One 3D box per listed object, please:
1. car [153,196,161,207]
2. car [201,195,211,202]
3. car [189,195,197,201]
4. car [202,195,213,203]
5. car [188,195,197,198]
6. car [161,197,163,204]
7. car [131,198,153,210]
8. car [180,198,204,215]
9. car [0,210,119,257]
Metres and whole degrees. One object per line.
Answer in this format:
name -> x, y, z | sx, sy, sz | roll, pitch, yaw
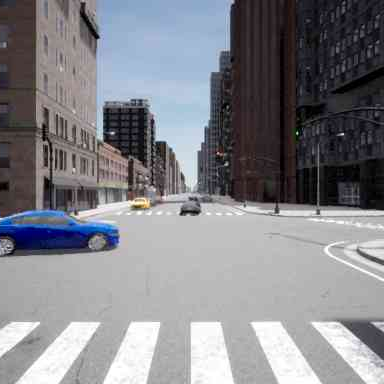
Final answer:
car -> -6.490, 1.574, 51.446 | 1.994, 1.385, 4.181 | 0, 0, 1
car -> 3.398, 1.500, 81.384 | 2.128, 1.511, 4.902 | 0, 0, 0
car -> 0.148, 1.453, 81.389 | 1.882, 1.535, 5.008 | 0, 0, 0
car -> 3.379, 1.532, 70.964 | 2.128, 1.511, 4.902 | 0, 0, 0
car -> 0.129, 1.485, 70.970 | 1.882, 1.535, 5.008 | 0, 0, 0
car -> -6.450, 1.488, 61.867 | 1.882, 1.535, 5.008 | 0, 0, 0
car -> -6.521, 1.486, 42.196 | 1.882, 1.535, 5.008 | 0, 0, 0
car -> -0.124, 1.570, 34.265 | 1.994, 1.385, 4.181 | 0, 0, 3
car -> -5.319, 1.457, 12.648 | 5.008, 1.535, 1.882 | 1, 1, -19
